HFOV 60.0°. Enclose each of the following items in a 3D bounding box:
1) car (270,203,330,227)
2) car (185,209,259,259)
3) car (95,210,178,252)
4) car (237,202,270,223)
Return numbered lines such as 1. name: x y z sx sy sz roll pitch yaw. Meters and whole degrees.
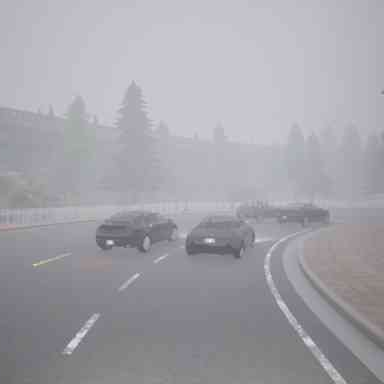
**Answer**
1. car: 7.799 1.485 23.147 5.008 1.535 1.882 0 0 -43
2. car: 1.214 1.572 12.859 1.994 1.385 4.181 0 0 18
3. car: -2.112 1.516 13.949 1.837 1.490 4.892 0 0 18
4. car: 5.417 1.495 25.711 4.902 1.511 2.128 0 0 -43
